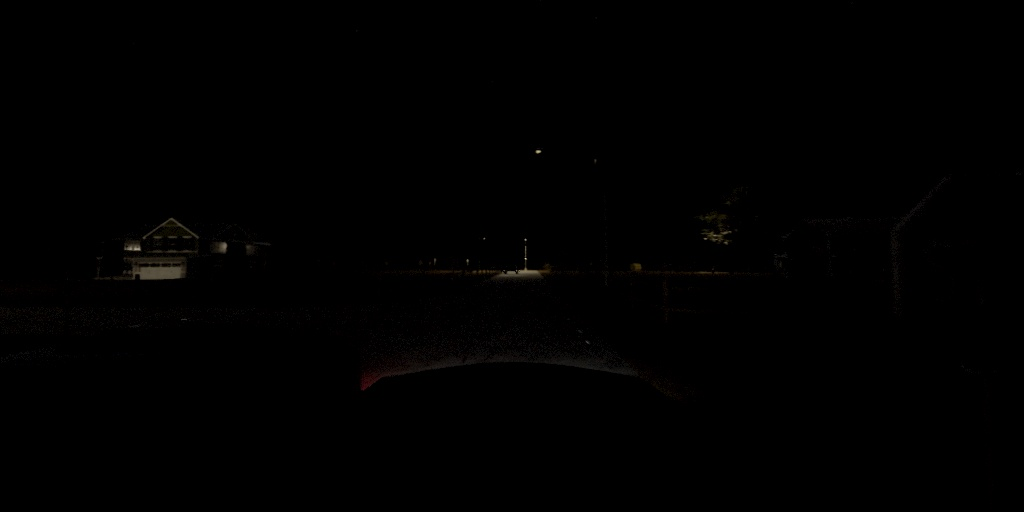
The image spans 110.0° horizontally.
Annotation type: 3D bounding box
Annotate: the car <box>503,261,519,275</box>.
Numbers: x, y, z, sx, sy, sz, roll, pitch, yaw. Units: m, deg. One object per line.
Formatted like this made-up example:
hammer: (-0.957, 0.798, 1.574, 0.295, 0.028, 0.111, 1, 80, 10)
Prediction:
car: (-0.120, 1.802, 56.986, 2.150, 2.045, 5.566, 0, -1, 3)

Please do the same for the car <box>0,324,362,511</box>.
car: (-2.643, 1.307, 2.085, 1.837, 1.490, 4.892, 0, -1, 3)
